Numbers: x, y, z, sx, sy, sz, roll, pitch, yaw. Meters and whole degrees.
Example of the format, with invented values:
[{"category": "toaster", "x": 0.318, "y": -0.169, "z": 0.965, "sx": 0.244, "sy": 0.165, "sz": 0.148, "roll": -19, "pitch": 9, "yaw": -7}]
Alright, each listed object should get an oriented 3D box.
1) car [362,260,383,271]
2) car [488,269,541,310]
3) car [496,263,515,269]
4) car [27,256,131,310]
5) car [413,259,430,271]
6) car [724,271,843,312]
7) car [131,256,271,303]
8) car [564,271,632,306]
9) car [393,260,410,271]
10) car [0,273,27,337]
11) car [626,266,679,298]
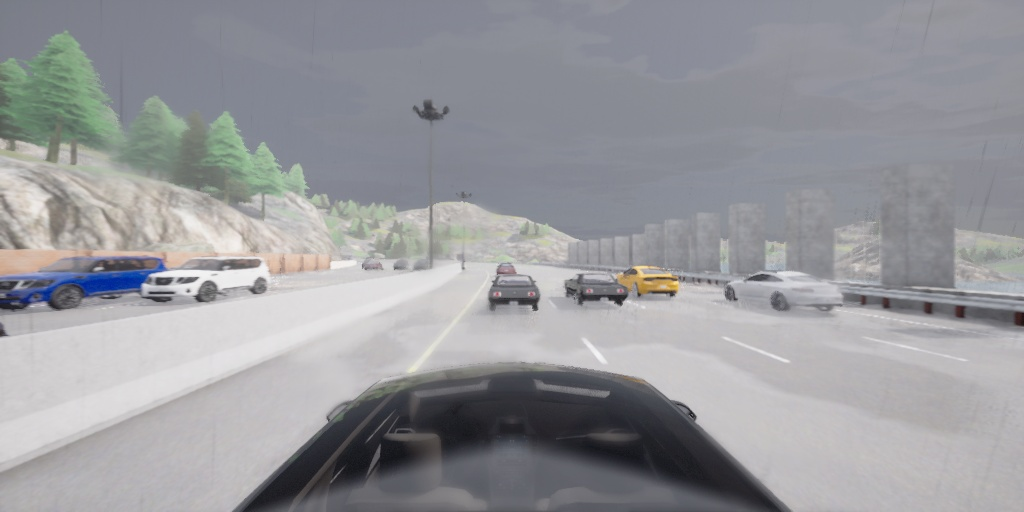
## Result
[{"category": "car", "x": -19.708, "y": 1.417, "z": 51.289, "sx": 1.812, "sy": 1.442, "sz": 4.674, "roll": 0, "pitch": 0, "yaw": -8}, {"category": "car", "x": 0.060, "y": 1.390, "z": 14.906, "sx": 1.895, "sy": 1.301, "sz": 4.718, "roll": 0, "pitch": 0, "yaw": -1}, {"category": "car", "x": -0.699, "y": 1.423, "z": 38.078, "sx": 1.994, "sy": 1.385, "sz": 4.181, "roll": 0, "pitch": 0, "yaw": -4}, {"category": "car", "x": -17.653, "y": 1.008, "z": 15.146, "sx": 2.150, "sy": 2.045, "sz": 5.566, "roll": 0, "pitch": 0, "yaw": -1}, {"category": "car", "x": -12.570, "y": 1.244, "z": 50.563, "sx": 2.097, "sy": 1.767, "sz": 4.553, "roll": 0, "pitch": 0, "yaw": -7}, {"category": "car", "x": 10.563, "y": 1.316, "z": 14.330, "sx": 1.812, "sy": 1.442, "sz": 4.674, "roll": 0, "pitch": 0, "yaw": -1}, {"category": "car", "x": -14.179, "y": 1.015, "z": 17.203, "sx": 2.150, "sy": 2.045, "sz": 5.566, "roll": 0, "pitch": 0, "yaw": -1}, {"category": "car", "x": 3.549, "y": 1.395, "z": 16.108, "sx": 1.895, "sy": 1.301, "sz": 4.718, "roll": 0, "pitch": 0, "yaw": -1}, {"category": "car", "x": -16.439, "y": 1.400, "z": 53.398, "sx": 1.837, "sy": 1.490, "sz": 4.892, "roll": 0, "pitch": 0, "yaw": -7}, {"category": "car", "x": -10.607, "y": 1.107, "z": 4.757, "sx": 2.097, "sy": 1.767, "sz": 4.553, "roll": 0, "pitch": 0, "yaw": 0}, {"category": "car", "x": 6.999, "y": 1.282, "z": 19.162, "sx": 1.882, "sy": 1.535, "sz": 5.008, "roll": 0, "pitch": 0, "yaw": -1}]
